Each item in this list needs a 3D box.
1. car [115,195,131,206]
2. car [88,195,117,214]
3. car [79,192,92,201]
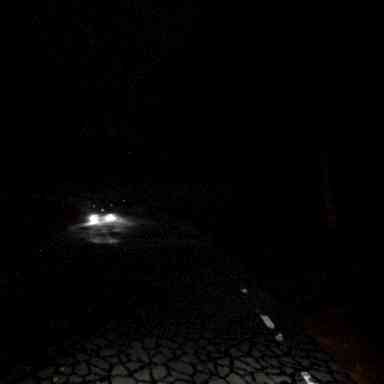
[{"bbox_3d":[-9.126,1.048,42.109,2.033,1.411,5.357,-1,1,-23],"label":"car"},{"bbox_3d":[-8.428,1.258,30.973,1.895,1.301,4.718,-1,1,-18],"label":"car"},{"bbox_3d":[-19.433,0.813,61.134,1.812,1.442,4.674,-1,1,-33],"label":"car"}]
